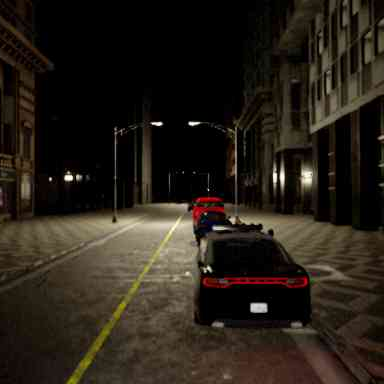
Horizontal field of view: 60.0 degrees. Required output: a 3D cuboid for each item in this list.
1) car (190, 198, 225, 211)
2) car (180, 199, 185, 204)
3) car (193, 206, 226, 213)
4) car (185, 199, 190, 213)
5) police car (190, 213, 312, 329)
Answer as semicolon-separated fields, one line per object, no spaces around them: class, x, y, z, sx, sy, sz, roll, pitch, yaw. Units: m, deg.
car;1.151;1.457;23.321;2.150;2.045;5.566;0;-1;1
car;-2.104;2.562;88.288;2.033;1.411;5.357;0;-1;1
car;1.091;1.695;17.288;1.812;1.442;4.674;0;-1;1
car;0.499;1.828;45.160;2.097;1.767;4.553;0;-1;1
police car;0.993;1.495;7.399;1.930;1.638;5.238;0;-1;1
